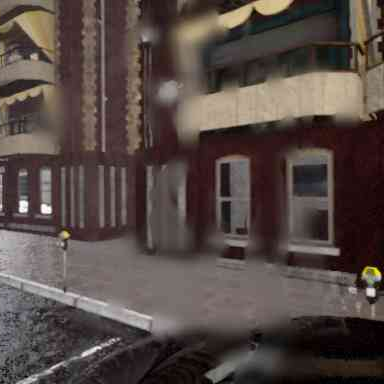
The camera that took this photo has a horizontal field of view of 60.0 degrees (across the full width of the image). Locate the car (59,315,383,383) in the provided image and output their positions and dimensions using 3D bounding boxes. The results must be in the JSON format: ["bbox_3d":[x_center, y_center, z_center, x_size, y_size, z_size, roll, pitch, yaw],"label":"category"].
[{"bbox_3d":[0.872,1.566,2.108,4.313,1.339,1.947,0,-1,36],"label":"car"}]
